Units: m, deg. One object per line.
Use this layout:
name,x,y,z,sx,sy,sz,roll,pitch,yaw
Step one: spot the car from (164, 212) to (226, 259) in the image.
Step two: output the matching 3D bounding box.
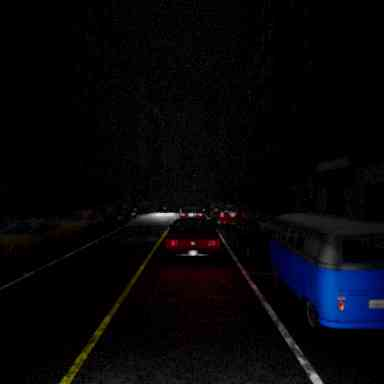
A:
car,0.041,1.656,12.764,1.895,1.301,4.718,0,0,0

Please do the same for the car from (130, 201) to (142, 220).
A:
car,-5.897,1.672,28.958,1.887,1.381,4.507,0,0,0

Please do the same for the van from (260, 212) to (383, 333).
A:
van,2.661,1.370,6.603,1.690,1.788,3.998,0,0,0

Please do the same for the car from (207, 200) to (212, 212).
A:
car,2.629,1.568,28.980,1.967,1.590,4.097,0,0,0

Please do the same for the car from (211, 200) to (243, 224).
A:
car,2.637,1.543,23.385,1.967,1.590,4.097,0,0,0

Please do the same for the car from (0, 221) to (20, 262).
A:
car,-5.865,1.343,6.577,2.192,1.841,5.009,0,0,0

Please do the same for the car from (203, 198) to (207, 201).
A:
car,2.613,1.762,40.168,1.802,1.307,4.206,0,0,0

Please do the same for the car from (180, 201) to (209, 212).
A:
car,0.007,1.662,25.965,2.033,1.411,5.357,0,0,0

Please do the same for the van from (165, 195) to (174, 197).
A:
van,-5.828,1.713,80.435,1.690,1.788,3.998,0,0,0

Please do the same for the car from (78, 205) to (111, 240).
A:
car,-5.880,1.602,17.597,1.752,1.417,4.829,0,0,0

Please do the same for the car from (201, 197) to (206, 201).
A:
car,2.605,1.757,45.761,2.008,1.369,4.403,0,0,0

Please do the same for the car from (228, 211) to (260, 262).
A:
car,2.653,1.604,12.197,2.008,1.369,4.403,0,0,0

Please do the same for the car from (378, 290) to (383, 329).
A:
car,2.669,1.587,1.008,1.802,1.307,4.206,0,0,0

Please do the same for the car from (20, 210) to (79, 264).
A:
car,-5.872,1.577,12.001,1.752,1.417,4.829,0,0,0

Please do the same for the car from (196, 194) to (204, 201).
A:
car,2.698,1.813,80.412,1.967,1.590,4.097,0,0,0

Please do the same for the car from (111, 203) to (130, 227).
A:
car,-5.889,1.647,23.362,1.887,1.381,4.507,0,0,0

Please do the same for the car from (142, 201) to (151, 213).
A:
car,-5.913,1.730,40.150,2.008,1.369,4.403,0,0,0

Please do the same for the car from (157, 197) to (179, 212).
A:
car,-3.128,1.676,40.950,2.128,1.511,4.902,0,0,0
